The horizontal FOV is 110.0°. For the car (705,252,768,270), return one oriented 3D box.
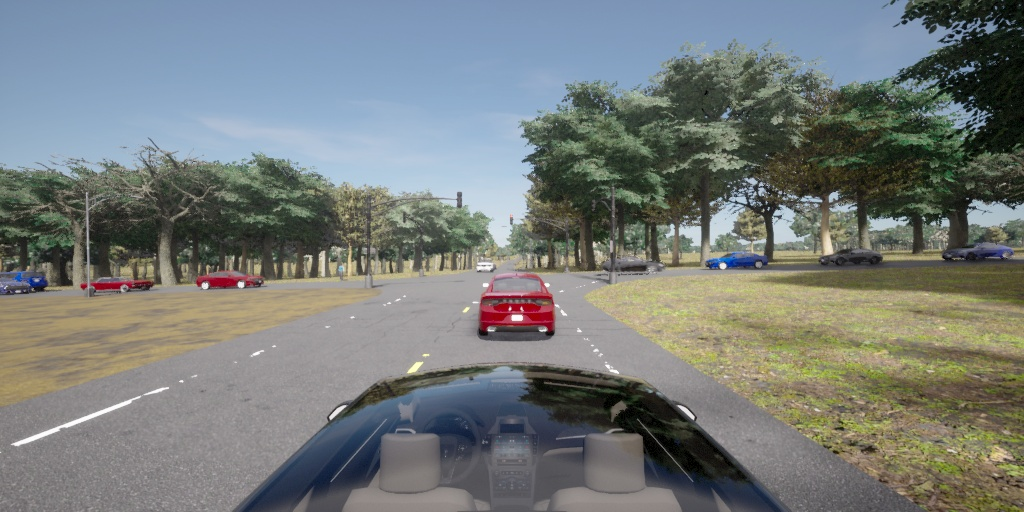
[{"bbox_3d":[20.001,0.394,32.089,5.008,1.535,1.882,-2,-1,2],"label":"car"}]

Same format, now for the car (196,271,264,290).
[{"bbox_3d":[-23.690,1.976,30.255,5.008,1.535,1.882,-2,-1,2],"label":"car"}]

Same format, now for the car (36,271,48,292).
[{"bbox_3d":[-49.039,2.588,35.102,5.566,2.045,2.150,-2,-1,3],"label":"car"}]

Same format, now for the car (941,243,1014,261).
[{"bbox_3d":[40.485,-0.353,31.207,4.674,1.442,1.812,-2,-1,2],"label":"car"}]

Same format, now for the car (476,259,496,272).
[{"bbox_3d":[-3.924,1.396,53.048,2.150,2.045,5.566,0,-1,1],"label":"car"}]

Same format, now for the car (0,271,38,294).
[{"bbox_3d":[-45.047,2.557,31.259,4.553,1.767,2.097,-2,-1,4],"label":"car"}]

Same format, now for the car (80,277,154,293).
[{"bbox_3d":[-33.663,2.438,30.703,4.718,1.301,1.895,-2,-1,3],"label":"car"}]

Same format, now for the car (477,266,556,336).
[{"bbox_3d":[0.127,1.230,10.484,1.882,1.535,5.008,0,0,0],"label":"car"}]

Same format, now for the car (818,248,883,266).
[{"bbox_3d":[29.861,0.053,31.673,4.674,1.442,1.812,-2,-1,2],"label":"car"}]

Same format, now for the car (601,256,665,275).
[{"bbox_3d":[9.849,0.779,29.409,4.902,1.511,2.128,-2,0,16],"label":"car"}]

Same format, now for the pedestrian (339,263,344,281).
[{"bbox_3d":[-17.914,1.669,37.603,0.375,1.860,0.375,0,1,3],"label":"pedestrian"}]
